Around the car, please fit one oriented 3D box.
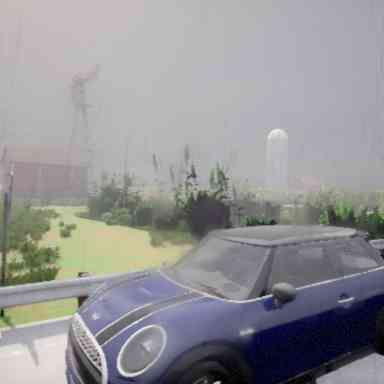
[{"bbox_3d":[0.793,1.291,4.390,4.553,1.767,2.097,0,1,-31],"label":"car"}]
